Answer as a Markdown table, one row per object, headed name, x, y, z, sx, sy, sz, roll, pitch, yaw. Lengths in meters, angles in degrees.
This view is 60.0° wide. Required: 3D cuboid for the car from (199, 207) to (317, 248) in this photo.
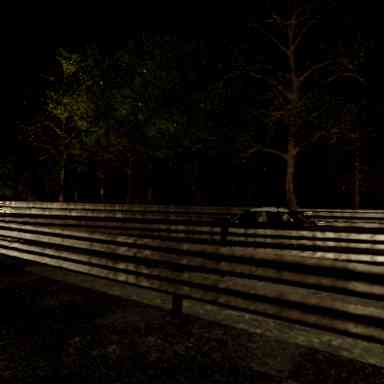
| name | x | y | z | sx | sy | sz | roll | pitch | yaw |
| --- | --- | --- | --- | --- | --- | --- | --- | --- | --- |
| car | 2.684 | 1.458 | 13.859 | 4.856 | 1.649 | 2.033 | 0 | 0 | 22 |
